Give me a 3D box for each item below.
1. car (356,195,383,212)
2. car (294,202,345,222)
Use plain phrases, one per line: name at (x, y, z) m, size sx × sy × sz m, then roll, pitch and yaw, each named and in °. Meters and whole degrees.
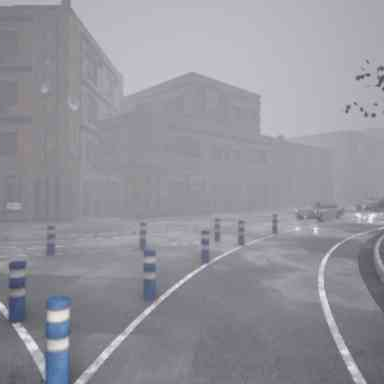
car at (17.629, 1.106, 32.387) m, size 4.902 × 1.511 × 2.128 m, roll -1°, pitch 1°, yaw -43°
car at (9.572, 1.405, 24.878) m, size 4.718 × 1.301 × 1.895 m, roll -1°, pitch 1°, yaw -43°
